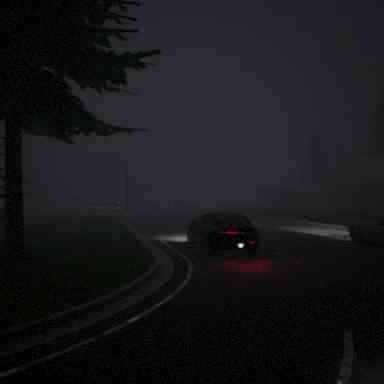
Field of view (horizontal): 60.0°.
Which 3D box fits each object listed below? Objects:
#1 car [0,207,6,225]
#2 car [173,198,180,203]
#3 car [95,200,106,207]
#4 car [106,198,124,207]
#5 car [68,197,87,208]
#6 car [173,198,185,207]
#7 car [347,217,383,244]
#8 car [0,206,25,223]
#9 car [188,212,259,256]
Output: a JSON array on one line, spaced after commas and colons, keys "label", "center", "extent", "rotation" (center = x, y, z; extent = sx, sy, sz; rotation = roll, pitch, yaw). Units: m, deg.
[{"label": "car", "center": [-14.524, 1.882, 24.044], "extent": [1.837, 1.490, 4.892], "rotation": [-1, 0, 12]}, {"label": "car", "center": [-4.355, 2.227, 92.680], "extent": [1.895, 1.301, 4.718], "rotation": [-1, 0, -3]}, {"label": "car", "center": [-17.852, 2.210, 66.210], "extent": [2.033, 1.411, 5.357], "rotation": [-1, 0, -3]}, {"label": "car", "center": [-14.188, 1.951, 62.862], "extent": [2.097, 1.767, 4.553], "rotation": [-1, 0, -3]}, {"label": "car", "center": [-21.134, 1.924, 61.773], "extent": [2.150, 2.045, 5.566], "rotation": [-1, -1, -3]}, {"label": "car", "center": [-2.260, 1.917, 58.133], "extent": [1.812, 1.442, 4.674], "rotation": [-1, -1, -3]}, {"label": "car", "center": [8.380, 1.559, 13.284], "extent": [1.895, 1.301, 4.718], "rotation": [-1, 0, -9]}, {"label": "car", "center": [-17.236, 2.011, 29.716], "extent": [1.994, 1.385, 4.181], "rotation": [-1, 0, 9]}, {"label": "car", "center": [1.137, 1.576, 13.670], "extent": [1.837, 1.490, 4.892], "rotation": [1, -1, -12]}]
